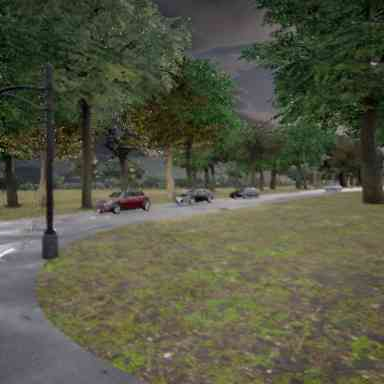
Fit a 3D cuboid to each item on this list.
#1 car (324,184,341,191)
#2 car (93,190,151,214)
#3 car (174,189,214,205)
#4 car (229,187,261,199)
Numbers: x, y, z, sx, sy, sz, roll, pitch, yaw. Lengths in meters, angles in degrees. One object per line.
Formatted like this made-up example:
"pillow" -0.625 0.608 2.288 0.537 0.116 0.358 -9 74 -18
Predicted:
"car" 25.097 -0.807 59.169 1.895 1.301 4.718 -1 1 37
"car" -5.369 0.670 25.685 2.097 1.767 4.553 -1 2 38
"car" 0.261 0.444 32.987 2.128 1.511 4.902 -1 2 38
"car" 6.647 0.095 41.266 2.033 1.411 5.357 -1 2 37
